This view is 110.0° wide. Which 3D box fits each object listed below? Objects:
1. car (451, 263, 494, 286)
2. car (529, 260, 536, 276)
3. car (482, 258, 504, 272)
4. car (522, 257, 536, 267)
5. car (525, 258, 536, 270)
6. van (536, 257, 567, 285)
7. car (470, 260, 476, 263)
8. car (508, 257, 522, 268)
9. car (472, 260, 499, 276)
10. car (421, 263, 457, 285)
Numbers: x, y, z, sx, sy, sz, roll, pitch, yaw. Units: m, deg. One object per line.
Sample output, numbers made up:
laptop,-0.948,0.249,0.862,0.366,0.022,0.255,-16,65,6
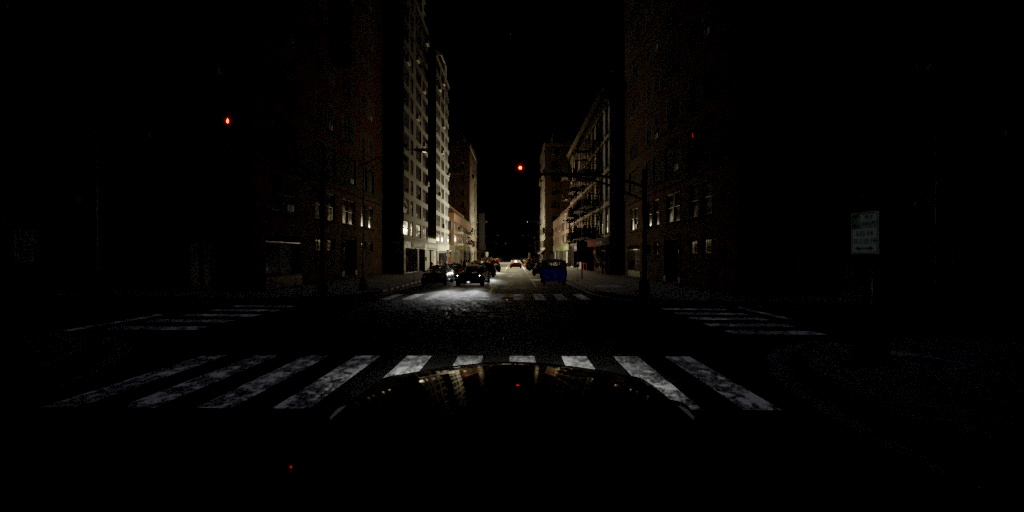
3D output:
car,-2.652,1.349,25.134,1.895,1.301,4.718,0,0,4
car,2.949,1.330,36.725,1.802,1.307,4.207,0,0,1
car,-2.452,1.309,45.199,1.994,1.385,4.181,0,0,1
car,3.103,1.054,53.769,2.192,1.841,5.009,0,0,1
car,3.052,1.325,48.087,1.802,1.307,4.207,0,0,1
van,2.846,1.089,25.363,1.690,1.789,3.998,0,0,1
car,-4.975,1.269,47.984,1.751,1.417,4.829,0,0,1
car,0.618,1.336,59.045,1.895,1.301,4.718,0,0,1
car,-2.549,1.349,35.146,1.895,1.301,4.718,0,0,1
car,-5.179,1.299,25.427,2.007,1.370,4.403,0,0,1
